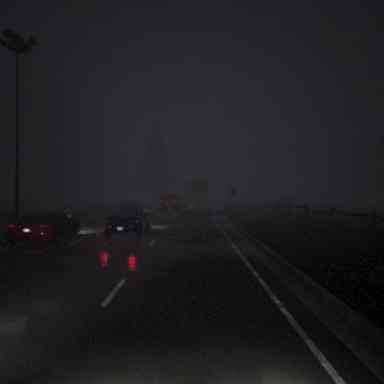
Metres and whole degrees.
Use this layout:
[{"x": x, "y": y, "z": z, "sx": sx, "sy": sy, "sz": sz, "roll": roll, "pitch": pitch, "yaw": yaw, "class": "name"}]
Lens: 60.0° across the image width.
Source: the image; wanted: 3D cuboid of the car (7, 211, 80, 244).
[{"x": -6.896, "y": 1.577, "z": 15.893, "sx": 1.994, "sy": 1.385, "sz": 4.181, "roll": 0, "pitch": 0, "yaw": 0, "class": "car"}]

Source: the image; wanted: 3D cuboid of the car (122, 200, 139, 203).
[{"x": -6.341, "y": 1.576, "z": 34.351, "sx": 2.033, "sy": 1.411, "sz": 5.357, "roll": 0, "pitch": 0, "yaw": 4, "class": "car"}]

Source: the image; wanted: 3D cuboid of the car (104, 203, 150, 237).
[{"x": -3.408, "y": 1.541, "z": 17.966, "sx": 1.812, "sy": 1.442, "sz": 4.674, "roll": 0, "pitch": 0, "yaw": 0, "class": "car"}]

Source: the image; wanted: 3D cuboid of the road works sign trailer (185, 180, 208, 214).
[{"x": 0.501, "y": 0.494, "z": 35.856, "sx": 2.380, "sy": 3.560, "sz": 2.880, "roll": 0, "pitch": 0, "yaw": 5, "class": "road works sign trailer"}]

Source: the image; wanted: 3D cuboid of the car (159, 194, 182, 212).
[{"x": -2.480, "y": 1.254, "z": 39.210, "sx": 2.150, "sy": 2.045, "sz": 5.566, "roll": 0, "pitch": 0, "yaw": 5, "class": "car"}]
